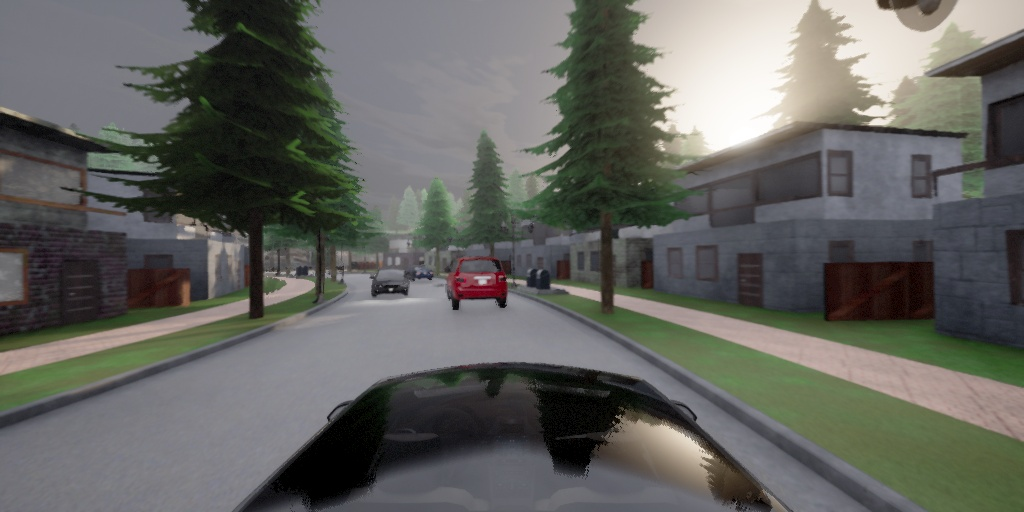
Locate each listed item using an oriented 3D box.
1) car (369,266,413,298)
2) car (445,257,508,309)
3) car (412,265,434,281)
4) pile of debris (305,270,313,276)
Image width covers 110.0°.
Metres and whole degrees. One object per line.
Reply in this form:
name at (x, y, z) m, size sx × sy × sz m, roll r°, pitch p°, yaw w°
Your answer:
car at (-6.815, 1.444, 20.176) m, size 1.837 × 1.490 × 4.892 m, roll 0°, pitch -1°, yaw -19°
car at (-1.676, 1.068, 15.789) m, size 2.150 × 2.045 × 5.566 m, roll 0°, pitch 0°, yaw -13°
car at (-8.945, 1.587, 33.688) m, size 2.033 × 1.411 × 5.357 m, roll -1°, pitch 0°, yaw -31°
pile of debris at (-30.379, 2.619, 55.303) m, size 1.860 × 0.140 × 1.500 m, roll 0°, pitch 0°, yaw 36°
